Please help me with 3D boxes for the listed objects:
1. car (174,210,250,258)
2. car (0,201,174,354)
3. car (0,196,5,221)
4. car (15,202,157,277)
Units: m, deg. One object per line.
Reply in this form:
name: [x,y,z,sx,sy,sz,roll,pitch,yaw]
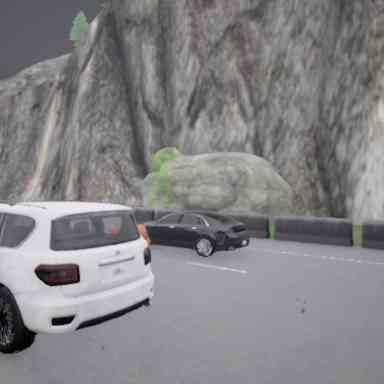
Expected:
car: [-0.189,1.462,12.725,4.892,1.490,1.837,0,0,36]
car: [-3.236,1.187,6.301,5.566,2.045,2.150,0,0,35]
car: [-15.556,1.112,23.687,4.553,1.767,2.097,1,1,36]
car: [-3.546,1.298,10.821,4.553,1.767,2.097,1,0,35]
